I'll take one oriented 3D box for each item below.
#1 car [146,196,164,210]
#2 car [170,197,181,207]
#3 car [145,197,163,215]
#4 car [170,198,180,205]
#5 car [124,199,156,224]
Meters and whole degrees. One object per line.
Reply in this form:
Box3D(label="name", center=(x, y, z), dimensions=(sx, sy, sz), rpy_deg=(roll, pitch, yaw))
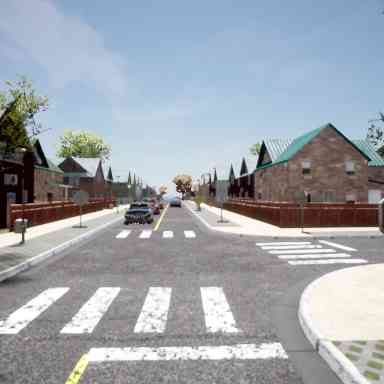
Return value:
Box3D(label="car", center=(-5.150, 1.522, 46.821), dimensions=(2.097, 1.767, 4.553), rpy_deg=(0, 0, -2))
Box3D(label="car", center=(-2.745, 1.785, 55.699), dimensions=(2.033, 1.411, 5.357), rpy_deg=(0, 0, -3))
Box3D(label="car", center=(-4.540, 1.448, 35.573), dimensions=(2.097, 1.767, 4.553), rpy_deg=(0, 0, -3))
Box3D(label="car", center=(-3.318, 1.883, 65.090), dimensions=(1.994, 1.385, 4.181), rpy_deg=(0, -1, -3))
Box3D(label="car", center=(-3.980, 1.552, 25.408), dimensions=(1.837, 1.490, 4.892), rpy_deg=(0, 0, -3))
